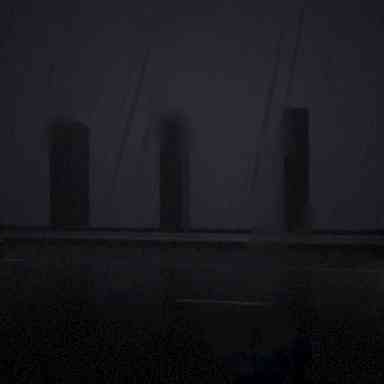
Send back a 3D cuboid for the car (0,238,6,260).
[{"bbox_3d":[-8.028,1.670,10.146,4.181,1.385,1.994,0,0,9],"label":"car"}]
